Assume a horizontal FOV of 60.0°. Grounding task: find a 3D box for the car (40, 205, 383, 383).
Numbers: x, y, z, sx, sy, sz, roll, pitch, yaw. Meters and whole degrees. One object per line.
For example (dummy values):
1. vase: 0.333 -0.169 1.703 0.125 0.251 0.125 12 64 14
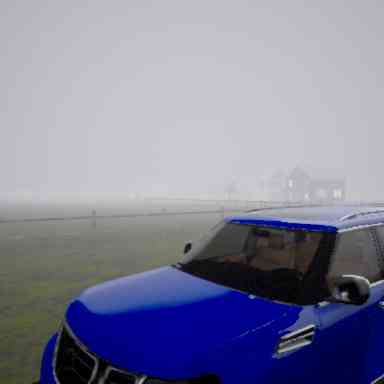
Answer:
1. car: 1.273 1.221 3.975 5.566 2.045 2.150 0 0 -35
